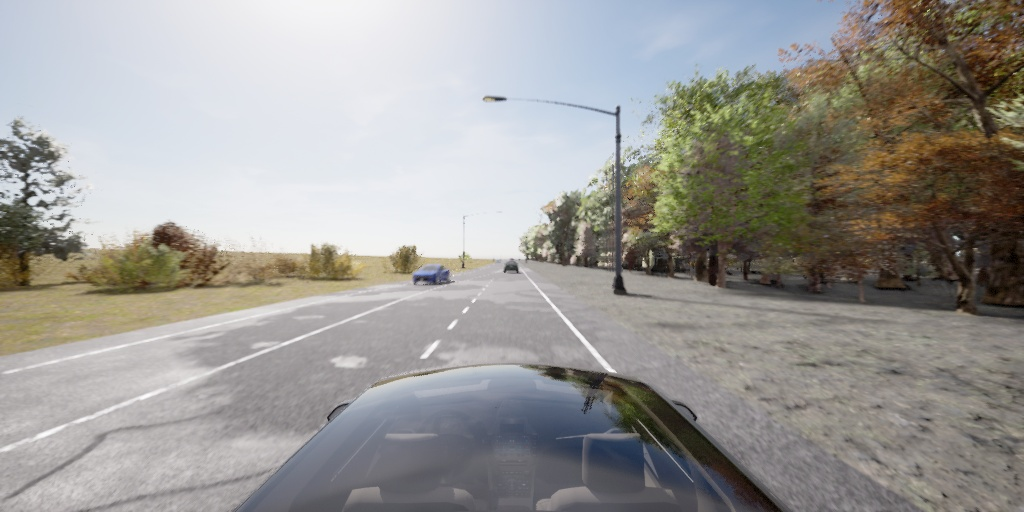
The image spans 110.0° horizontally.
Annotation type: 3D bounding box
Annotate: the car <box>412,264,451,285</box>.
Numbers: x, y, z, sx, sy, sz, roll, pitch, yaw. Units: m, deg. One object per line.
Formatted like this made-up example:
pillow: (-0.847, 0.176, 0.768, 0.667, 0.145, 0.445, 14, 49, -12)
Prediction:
car: (-6.255, 1.396, 28.236, 1.882, 1.535, 5.008, 0, 0, 5)

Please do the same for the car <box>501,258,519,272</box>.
car: (-0.104, 1.411, 51.933, 2.097, 1.767, 4.553, 0, 0, 0)
